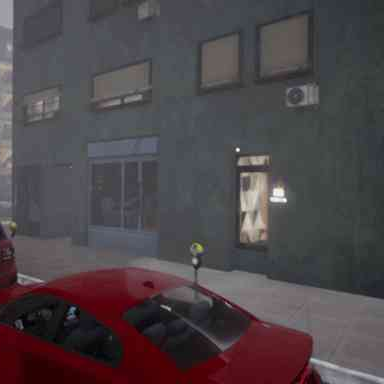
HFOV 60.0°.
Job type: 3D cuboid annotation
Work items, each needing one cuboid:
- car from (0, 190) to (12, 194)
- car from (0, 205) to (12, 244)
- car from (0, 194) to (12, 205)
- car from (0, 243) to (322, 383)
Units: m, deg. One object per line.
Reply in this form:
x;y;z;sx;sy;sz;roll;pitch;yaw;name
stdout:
-18.560;0.753;31.828;2.192;1.841;5.009;2;2;35;car
-5.542;1.245;6.740;5.009;1.841;2.192;1;1;35;car
-16.370;1.078;30.477;1.895;1.301;4.718;1;1;35;car
-1.016;1.521;3.570;4.507;1.381;1.887;1;1;35;car
